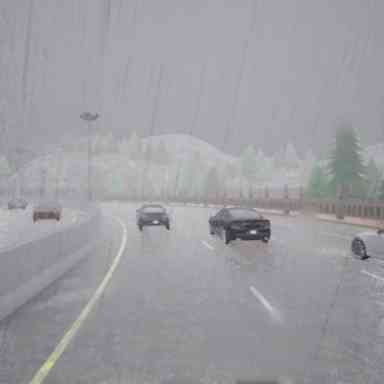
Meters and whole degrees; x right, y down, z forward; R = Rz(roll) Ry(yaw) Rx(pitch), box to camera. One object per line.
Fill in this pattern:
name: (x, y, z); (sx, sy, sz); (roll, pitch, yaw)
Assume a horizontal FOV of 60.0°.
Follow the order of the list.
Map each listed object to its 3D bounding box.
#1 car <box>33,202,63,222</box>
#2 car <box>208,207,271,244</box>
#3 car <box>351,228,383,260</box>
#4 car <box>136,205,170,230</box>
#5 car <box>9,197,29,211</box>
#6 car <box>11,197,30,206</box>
car: (-11.609, 1.529, 26.998); (1.882, 1.535, 5.008); (0, 0, -18)
car: (2.070, 1.452, 15.731); (1.882, 1.535, 5.008); (0, 0, -9)
car: (6.439, 1.486, 9.322); (1.812, 1.442, 4.674); (0, 0, -6)
car: (-2.538, 1.522, 21.077); (1.812, 1.442, 4.674); (0, 0, -12)
car: (-23.348, 1.661, 44.515); (2.128, 1.511, 4.902); (0, 0, -31)
car: (-31.952, 1.779, 61.935); (1.837, 1.490, 4.892); (-1, 0, -42)
